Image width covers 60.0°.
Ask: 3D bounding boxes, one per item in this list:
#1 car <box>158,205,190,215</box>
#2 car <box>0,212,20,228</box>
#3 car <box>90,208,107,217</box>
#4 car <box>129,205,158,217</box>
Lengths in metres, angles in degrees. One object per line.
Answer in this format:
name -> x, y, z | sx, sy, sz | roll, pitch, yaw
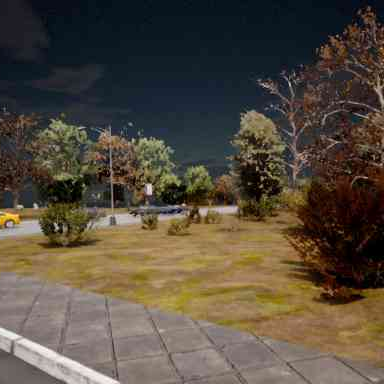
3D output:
car -> -2.024, 2.403, 44.410 | 1.895, 1.301, 4.718 | -3, -2, 32
car -> -17.053, 2.368, 27.665 | 1.882, 1.535, 5.008 | -3, -2, 33
car -> -11.724, 2.459, 35.903 | 2.033, 1.411, 5.357 | -3, -2, 32
car -> -6.083, 2.510, 44.875 | 2.033, 1.411, 5.357 | -3, -2, 32
